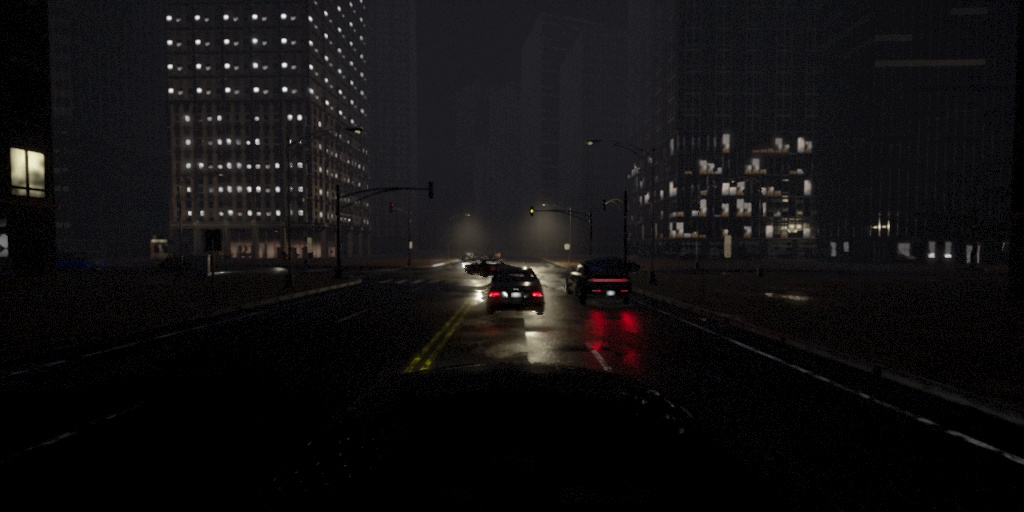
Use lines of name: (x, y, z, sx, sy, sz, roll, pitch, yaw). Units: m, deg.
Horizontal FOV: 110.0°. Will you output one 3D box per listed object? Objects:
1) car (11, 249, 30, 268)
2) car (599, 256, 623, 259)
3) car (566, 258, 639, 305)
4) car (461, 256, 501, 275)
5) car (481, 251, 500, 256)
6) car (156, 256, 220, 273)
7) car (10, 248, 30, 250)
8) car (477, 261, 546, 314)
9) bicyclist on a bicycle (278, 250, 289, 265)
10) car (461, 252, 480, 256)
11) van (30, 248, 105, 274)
car: (-49.350, 0.371, 33.757, 5.008, 1.535, 1.882, 0, 2, 2)
car: (8.103, 0.760, 28.945, 5.008, 1.535, 1.882, 0, 0, -30)
car: (3.358, 0.996, 14.549, 2.128, 1.511, 4.902, 0, 1, 0)
car: (-1.893, 0.882, 26.903, 1.895, 1.301, 4.718, 0, 1, -28)
car: (-3.274, 0.213, 54.621, 1.837, 1.490, 4.892, 0, 1, 0)
car: (-27.069, 0.660, 30.040, 4.181, 1.385, 1.994, 0, 2, 1)
car: (-50.308, 0.131, 36.443, 5.009, 1.841, 2.192, 0, 0, 1)
car: (0.112, 1.090, 12.596, 2.033, 1.411, 5.357, 0, 1, 0)
bicyclist on a bicycle: (-24.671, 0.173, 38.705, 0.582, 1.620, 1.656, 0, 2, 1)
car: (-6.523, 0.203, 54.525, 2.128, 1.511, 4.902, 0, 1, 0)
van: (-33.911, 0.472, 27.644, 3.998, 1.789, 1.690, 0, 0, 1)
